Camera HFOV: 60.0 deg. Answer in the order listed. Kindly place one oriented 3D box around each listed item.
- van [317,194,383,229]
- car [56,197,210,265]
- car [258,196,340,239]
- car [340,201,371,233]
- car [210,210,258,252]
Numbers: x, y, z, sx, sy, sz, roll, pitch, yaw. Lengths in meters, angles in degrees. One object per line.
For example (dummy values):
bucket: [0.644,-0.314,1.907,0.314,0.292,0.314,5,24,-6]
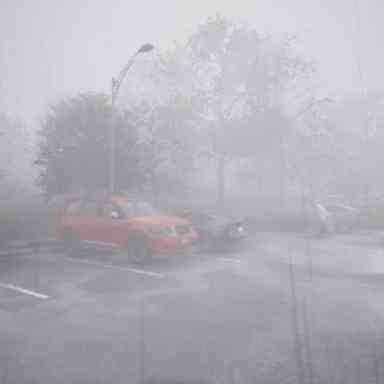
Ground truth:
van: [9.381,1.136,20.421,4.442,1.987,1.878,-1,0,34]
car: [-2.470,1.205,11.786,5.566,2.045,2.435,-1,-1,34]
car: [4.715,1.271,16.919,4.553,1.767,2.185,-1,0,34]
car: [7.062,1.408,18.664,4.792,1.488,2.163,-1,0,34]
car: [-0.123,1.466,13.523,4.792,1.488,2.163,-1,0,34]
